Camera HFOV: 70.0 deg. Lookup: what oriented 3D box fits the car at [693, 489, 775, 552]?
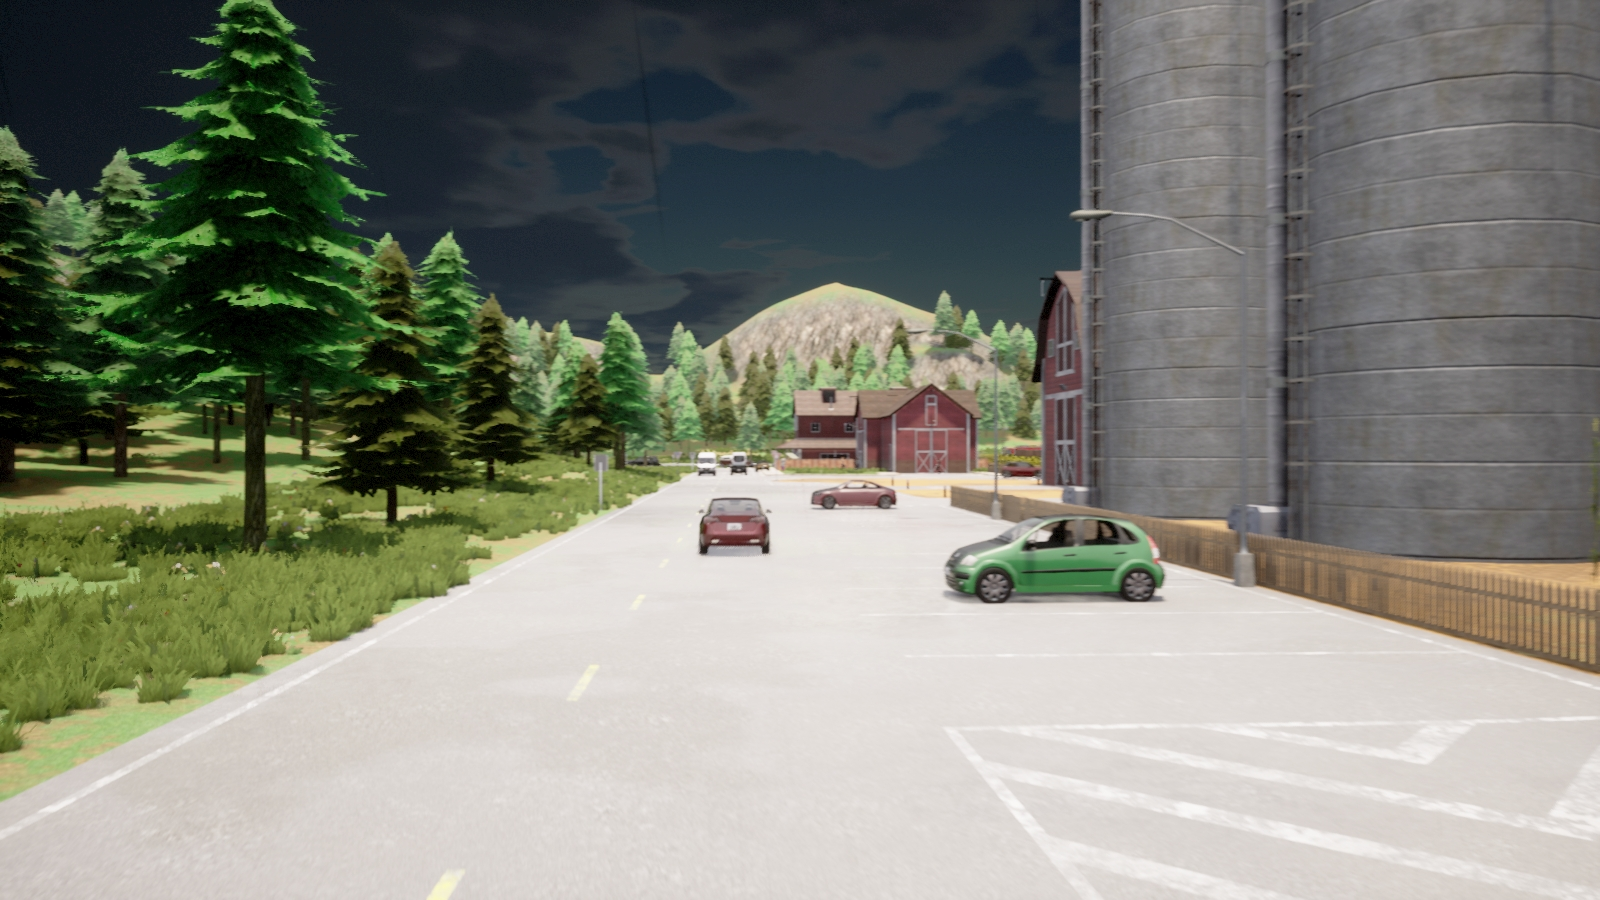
[{"bbox_3d":[-1.856,1.934,32.594,2.163,1.488,4.792,0,0,-3],"label":"car"}]
